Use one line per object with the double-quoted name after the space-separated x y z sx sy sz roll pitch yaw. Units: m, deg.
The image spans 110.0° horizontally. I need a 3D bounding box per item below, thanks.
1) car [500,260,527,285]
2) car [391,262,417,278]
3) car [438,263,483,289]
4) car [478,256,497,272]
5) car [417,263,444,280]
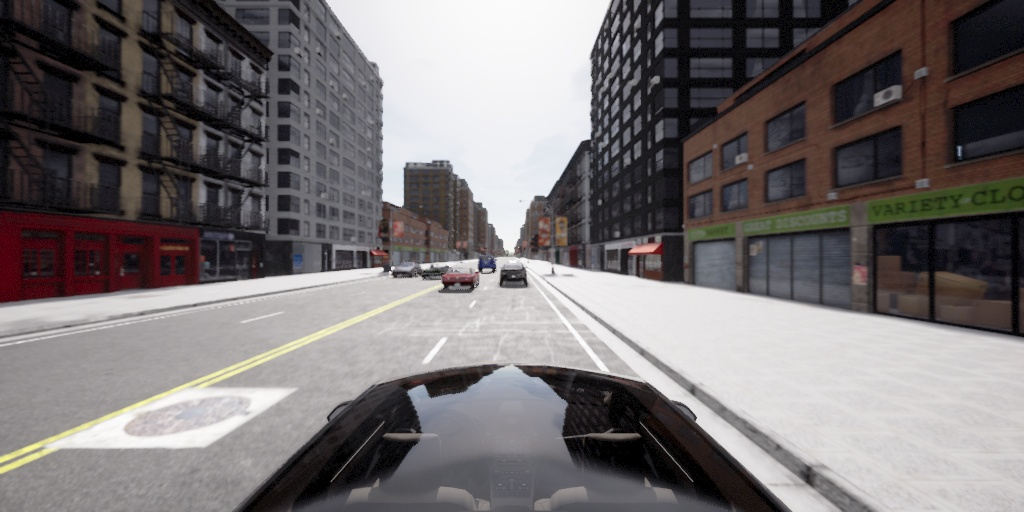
0.104 1.221 26.464 1.882 1.535 5.008 0 0 0 "car"
-9.800 1.289 34.124 2.033 1.411 5.357 0 0 0 "car"
-3.147 1.345 22.888 1.895 1.301 4.718 0 0 0 "car"
-3.143 0.961 46.213 2.150 2.045 5.566 0 0 0 "car"
-6.568 1.343 31.476 1.895 1.301 4.718 0 0 0 "car"
